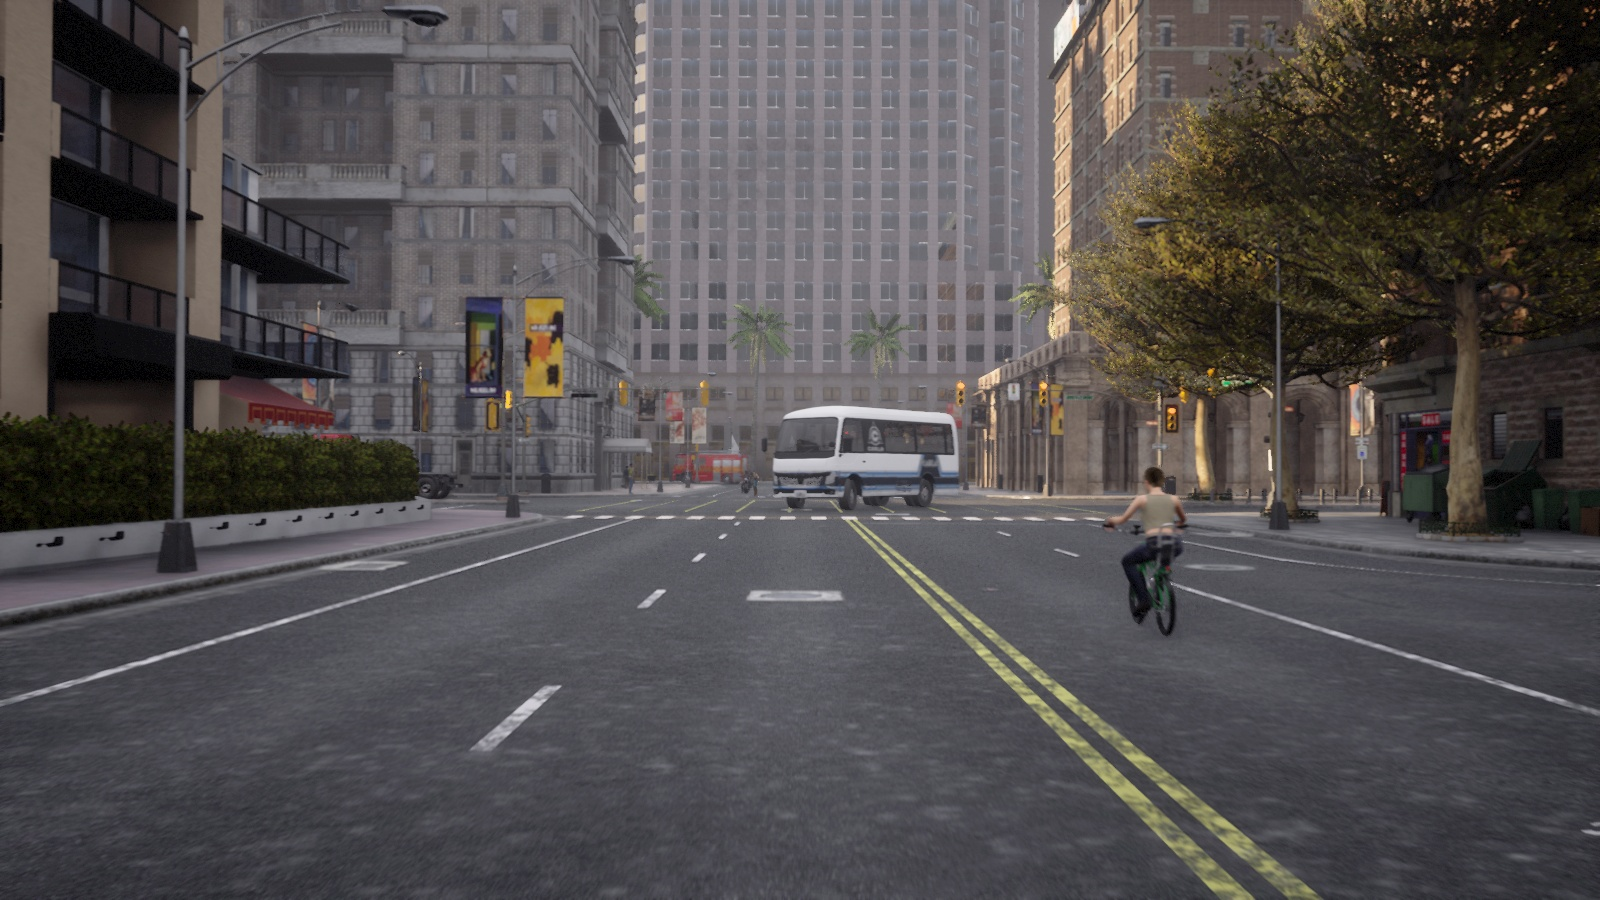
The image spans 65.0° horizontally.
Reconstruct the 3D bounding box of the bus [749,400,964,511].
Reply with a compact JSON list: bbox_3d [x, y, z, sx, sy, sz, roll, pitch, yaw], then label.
[{"bbox_3d":[2.652,0.321,53.387,3.944,4.253,10.273,-2,-2,37],"label":"bus"}]

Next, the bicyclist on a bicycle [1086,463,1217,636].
[{"bbox_3d":[3.475,0.947,12.552,0.866,1.612,1.509,0,-1,0],"label":"bicyclist on a bicycle"}]

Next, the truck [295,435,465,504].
[{"bbox_3d":[-21.803,1.016,65.496,7.936,3.462,2.891,0,-1,0],"label":"truck"}]
